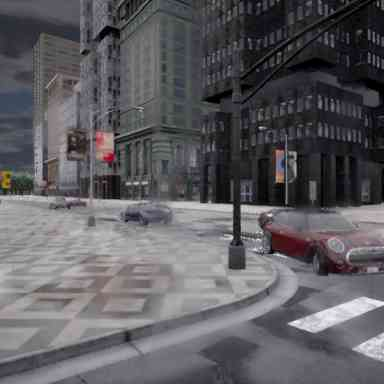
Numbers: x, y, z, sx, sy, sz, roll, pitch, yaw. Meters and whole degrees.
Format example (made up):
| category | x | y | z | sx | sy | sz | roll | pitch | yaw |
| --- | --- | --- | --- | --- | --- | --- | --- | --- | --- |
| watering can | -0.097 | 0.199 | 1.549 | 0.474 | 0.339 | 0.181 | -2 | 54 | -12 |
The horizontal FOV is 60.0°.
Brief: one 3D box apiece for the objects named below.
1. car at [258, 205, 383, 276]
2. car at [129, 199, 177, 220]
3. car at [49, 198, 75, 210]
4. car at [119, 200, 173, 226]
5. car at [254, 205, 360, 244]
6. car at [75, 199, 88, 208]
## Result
| category | x | y | z | sx | sy | sz | roll | pitch | yaw |
| --- | --- | --- | --- | --- | --- | --- | --- | --- | --- |
| car | 4.032 | 1.354 | 10.521 | 2.097 | 1.767 | 4.553 | 0 | 0 | -13 |
| car | -3.582 | 1.475 | 29.478 | 2.128 | 1.511 | 4.902 | 0 | 0 | -35 |
| car | -17.040 | 1.498 | 42.863 | 1.837 | 1.490 | 4.892 | 0 | 0 | -35 |
| car | -3.448 | 1.539 | 23.686 | 2.033 | 1.411 | 5.357 | 0 | 0 | -35 |
| car | 5.653 | 1.496 | 16.956 | 1.837 | 1.490 | 4.892 | 0 | 0 | -40 |
| car | -16.641 | 1.588 | 47.970 | 1.895 | 1.301 | 4.718 | 0 | 0 | -35 |
